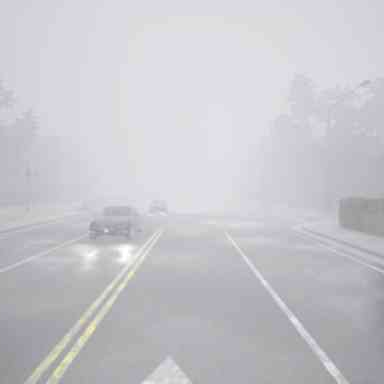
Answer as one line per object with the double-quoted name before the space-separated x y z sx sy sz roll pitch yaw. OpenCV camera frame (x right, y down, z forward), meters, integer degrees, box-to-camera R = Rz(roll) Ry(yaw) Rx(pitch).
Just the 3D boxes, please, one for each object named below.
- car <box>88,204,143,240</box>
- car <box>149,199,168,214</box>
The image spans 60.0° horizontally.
"car" -3.598 1.392 16.374 1.837 1.490 4.892 0 0 0
"car" -3.457 1.458 34.640 2.033 1.411 5.357 1 -2 -4
